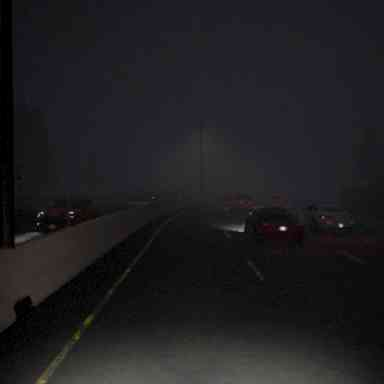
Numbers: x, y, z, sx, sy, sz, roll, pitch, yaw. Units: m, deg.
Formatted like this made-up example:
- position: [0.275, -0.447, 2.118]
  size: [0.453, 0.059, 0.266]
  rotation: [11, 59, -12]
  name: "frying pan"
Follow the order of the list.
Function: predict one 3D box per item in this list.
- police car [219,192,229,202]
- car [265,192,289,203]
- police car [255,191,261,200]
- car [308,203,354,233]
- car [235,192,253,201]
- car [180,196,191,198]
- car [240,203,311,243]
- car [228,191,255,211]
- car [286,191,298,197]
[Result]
- position: [5.893, 0.845, 54.294]
  size: [1.930, 1.638, 5.238]
  rotation: [0, 1, 22]
  name: "police car"
- position: [8.955, 1.095, 35.737]
  size: [1.882, 1.535, 5.008]
  rotation: [0, 1, 11]
  name: "car"
- position: [12.693, 0.698, 68.022]
  size: [1.930, 1.638, 5.238]
  rotation: [0, 1, 31]
  name: "police car"
- position: [7.129, 1.331, 18.146]
  size: [1.812, 1.442, 4.674]
  rotation: [0, 1, 1]
  name: "car"
- position: [9.839, 0.832, 62.905]
  size: [1.837, 1.490, 4.892]
  rotation: [0, 1, 27]
  name: "car"
- position: [-1.945, 0.711, 59.904]
  size: [2.097, 1.767, 4.553]
  rotation: [0, 1, 23]
  name: "car"
- position: [3.610, 1.401, 15.171]
  size: [1.994, 1.385, 4.181]
  rotation: [0, 1, 0]
  name: "car"
- position: [5.088, 0.989, 33.876]
  size: [2.097, 1.767, 4.553]
  rotation: [0, 1, 9]
  name: "car"
- position: [24.441, 0.458, 82.485]
  size: [1.812, 1.442, 4.674]
  rotation: [1, 1, 45]
  name: "car"
